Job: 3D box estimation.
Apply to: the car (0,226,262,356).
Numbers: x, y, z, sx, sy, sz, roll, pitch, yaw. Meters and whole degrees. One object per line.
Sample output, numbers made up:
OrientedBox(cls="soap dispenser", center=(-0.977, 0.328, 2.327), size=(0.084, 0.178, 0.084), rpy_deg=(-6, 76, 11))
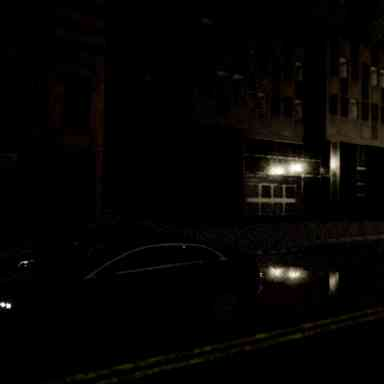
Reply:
OrientedBox(cls="car", center=(-1.016, 1.568, 6.099), size=(4.902, 1.511, 2.128), rpy_deg=(1, -1, -27))

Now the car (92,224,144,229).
OrientedBox(cls="car", center=(-2.307, 1.636, 9.084), size=(4.674, 1.442, 1.812), rpy_deg=(1, -1, -27))
